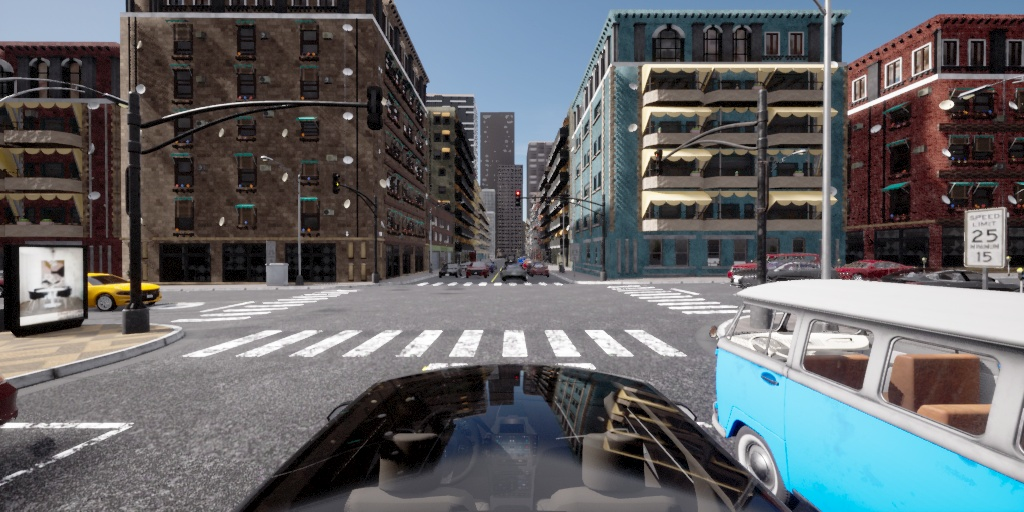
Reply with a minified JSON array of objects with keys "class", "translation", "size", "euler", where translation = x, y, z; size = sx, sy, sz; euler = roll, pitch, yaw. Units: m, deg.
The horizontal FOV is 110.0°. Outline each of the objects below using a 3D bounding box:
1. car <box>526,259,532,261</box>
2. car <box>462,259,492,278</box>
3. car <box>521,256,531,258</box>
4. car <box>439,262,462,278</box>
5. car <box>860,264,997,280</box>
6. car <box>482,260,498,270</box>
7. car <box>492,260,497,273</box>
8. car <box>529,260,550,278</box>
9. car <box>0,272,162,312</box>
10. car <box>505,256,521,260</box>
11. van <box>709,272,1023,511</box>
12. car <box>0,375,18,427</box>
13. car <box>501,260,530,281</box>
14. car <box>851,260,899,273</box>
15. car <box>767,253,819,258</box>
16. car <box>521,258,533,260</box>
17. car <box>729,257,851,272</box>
[{"class":"car","translation":[2.598,1.321,39.681],"size":[1.948,1.339,4.313],"euler":[0,0,0]},{"class":"car","translation":[-3.177,1.231,33.857],"size":[1.882,1.535,5.008],"euler":[0,0,0]},{"class":"car","translation":[2.998,1.226,64.917],"size":[1.801,1.575,5.366],"euler":[0,0,0]},{"class":"car","translation":[-5.770,1.319,34.150],"size":[1.948,1.339,4.313],"euler":[0,0,0]},{"class":"car","translation":[15.766,1.097,12.969],"size":[4.313,1.339,1.948],"euler":[0,0,-1]},{"class":"car","translation":[-3.202,1.326,52.964],"size":[1.994,1.385,4.181],"euler":[0,0,1]},{"class":"car","translation":[-3.196,1.109,43.037],"size":[2.097,1.767,4.553],"euler":[0,0,0]},{"class":"car","translation":[2.611,1.335,34.158],"size":[1.802,1.307,4.207],"euler":[0,0,0]},{"class":"car","translation":[-17.910,1.478,15.230],"size":[5.008,1.535,1.882],"euler":[-1,0,-1]},{"class":"car","translation":[-0.051,0.989,62.236],"size":[2.150,2.045,5.566],"euler":[0,0,1]},{"class":"van","translation":[2.689,1.091,1.764],"size":[1.690,1.789,3.998],"euler":[0,0,0]},{"class":"car","translation":[-5.692,1.332,1.745],"size":[1.802,1.307,4.207],"euler":[0,0,0]},{"class":"car","translation":[0.121,1.316,29.851],"size":[1.994,1.385,4.181],"euler":[0,0,-2]},{"class":"car","translation":[21.295,0.931,21.403],"size":[4.507,1.381,1.888],"euler":[0,0,-1]},{"class":"car","translation":[15.725,0.781,21.349],"size":[5.009,1.841,2.192],"euler":[0,0,-1]},{"class":"car","translation":[2.571,1.306,50.728],"size":[1.888,1.381,4.507],"euler":[0,0,0]},{"class":"car","translation":[14.151,1.000,18.740],"size":[4.902,1.511,2.128],"euler":[-1,0,-1]}]
